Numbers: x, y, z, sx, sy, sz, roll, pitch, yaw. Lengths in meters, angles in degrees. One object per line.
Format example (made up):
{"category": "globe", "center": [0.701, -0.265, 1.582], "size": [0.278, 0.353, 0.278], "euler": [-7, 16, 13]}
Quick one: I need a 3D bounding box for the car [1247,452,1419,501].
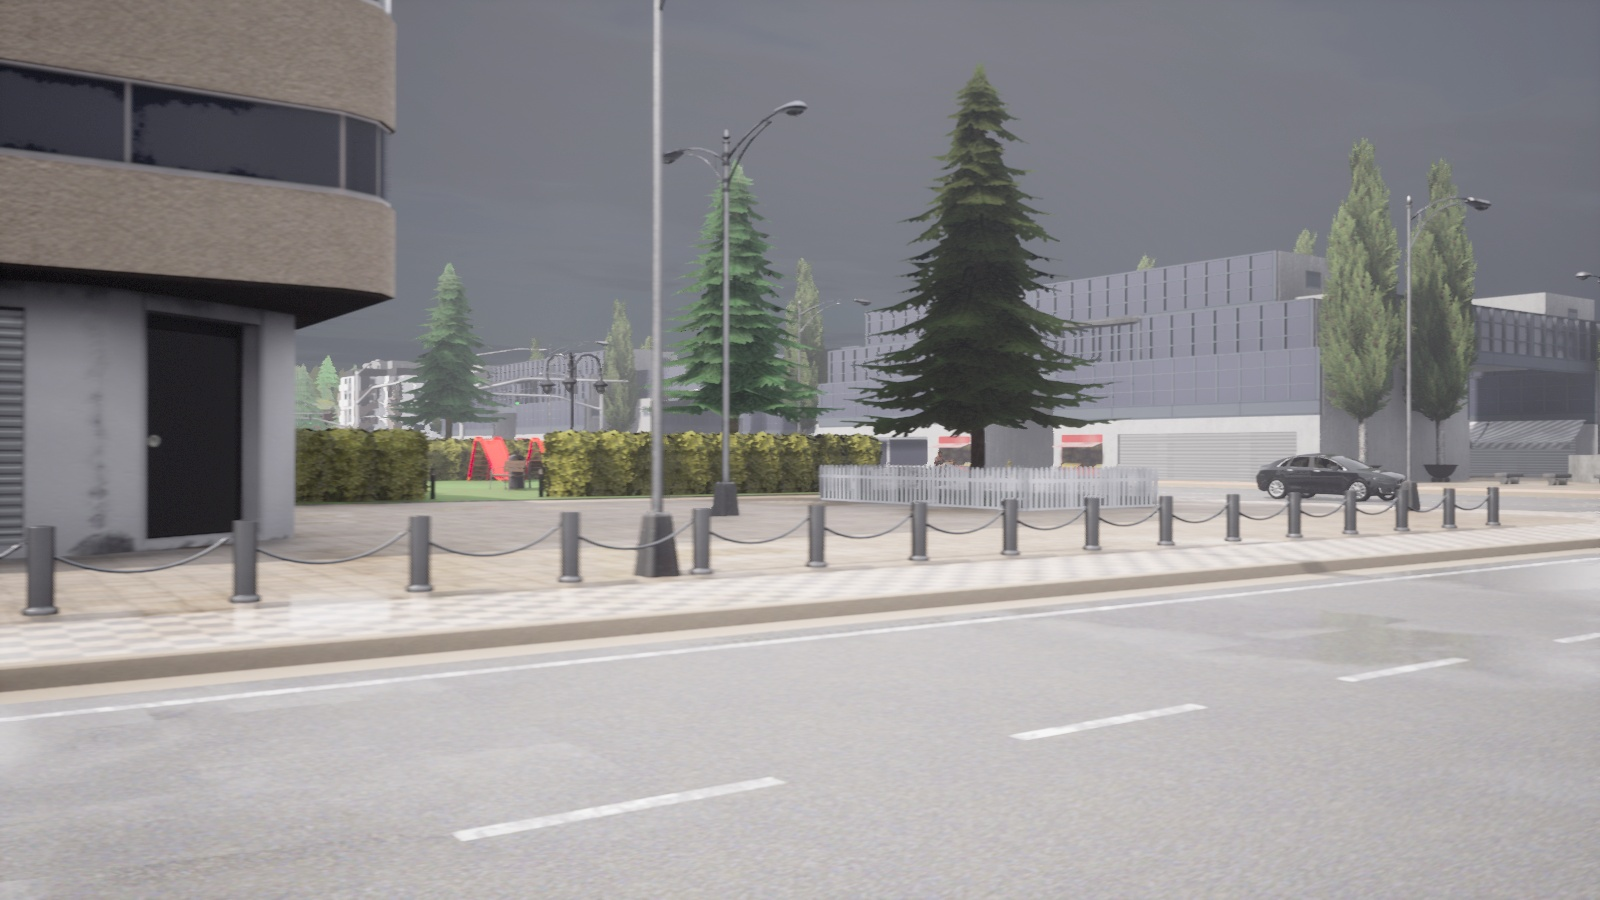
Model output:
{"category": "car", "center": [17.185, 0.813, 40.723], "size": [1.837, 1.490, 4.892], "euler": [0, 0, -35]}

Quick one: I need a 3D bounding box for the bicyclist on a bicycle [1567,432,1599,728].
{"category": "bicyclist on a bicycle", "center": [5.120, 0.705, 7.223], "size": [1.656, 1.620, 0.582], "euler": [0, 0, -35]}
